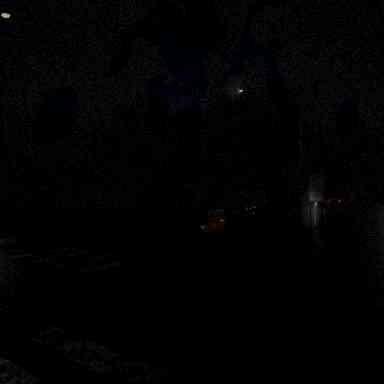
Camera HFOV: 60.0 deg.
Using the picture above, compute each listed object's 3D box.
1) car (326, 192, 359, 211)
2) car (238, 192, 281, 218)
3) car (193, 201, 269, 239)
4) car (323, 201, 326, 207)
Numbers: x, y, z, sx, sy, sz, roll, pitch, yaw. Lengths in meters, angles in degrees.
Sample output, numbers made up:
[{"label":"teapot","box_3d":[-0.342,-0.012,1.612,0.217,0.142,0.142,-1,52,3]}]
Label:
[{"label":"car","box_3d":[17.360,1.027,37.732,2.150,2.045,5.566,0,0,36]},{"label":"car","box_3d":[5.016,1.049,25.822,2.150,2.045,5.566,0,0,36]},{"label":"car","box_3d":[1.883,1.386,16.528,1.812,1.442,4.674,0,0,36]},{"label":"car","box_3d":[19.344,1.421,45.293,1.895,1.301,4.718,0,0,36]}]
